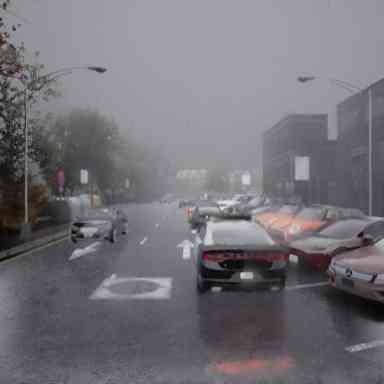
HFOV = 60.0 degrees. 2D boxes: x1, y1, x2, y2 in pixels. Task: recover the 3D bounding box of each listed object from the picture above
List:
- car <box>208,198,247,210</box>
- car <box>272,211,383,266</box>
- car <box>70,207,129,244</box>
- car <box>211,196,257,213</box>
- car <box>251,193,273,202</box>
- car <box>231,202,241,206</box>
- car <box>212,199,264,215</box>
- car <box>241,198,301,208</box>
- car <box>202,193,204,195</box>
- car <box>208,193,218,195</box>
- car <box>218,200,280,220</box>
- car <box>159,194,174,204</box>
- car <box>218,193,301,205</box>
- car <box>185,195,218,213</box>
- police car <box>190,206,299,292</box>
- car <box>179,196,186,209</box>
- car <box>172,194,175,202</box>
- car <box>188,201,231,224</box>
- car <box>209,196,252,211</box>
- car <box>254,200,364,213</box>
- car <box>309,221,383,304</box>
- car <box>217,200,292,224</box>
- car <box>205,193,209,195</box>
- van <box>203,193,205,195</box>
[{"bbox_3d":[4.640,1.547,43.294,4.674,1.452,2.002,1,0,-21],"label":"car"},{"bbox_3d":[5.113,1.505,10.261,4.792,1.488,2.163,1,0,-21],"label":"car"},{"bbox_3d":[-4.254,1.479,15.929,2.128,1.511,4.902,0,0,-1],"label":"car"},{"bbox_3d":[4.701,1.367,37.285,4.553,1.767,2.185,1,0,-21],"label":"car"},{"bbox_3d":[16.971,1.364,80.560,2.435,2.045,5.566,0,1,-22],"label":"car"},{"bbox_3d":[4.996,1.514,19.279,4.674,1.452,2.002,1,0,-21],"label":"car"},{"bbox_3d":[4.752,1.518,34.271,4.792,1.488,2.163,1,0,-21],"label":"car"},{"bbox_3d":[5.078,1.349,16.283,4.553,1.767,2.185,1,0,-21],"label":"car"},{"bbox_3d":[4.290,1.311,64.341,5.566,2.045,2.435,1,0,-21],"label":"car"},{"bbox_3d":[4.799,1.232,31.272,5.566,2.045,2.435,1,0,-21],"label":"car"},{"bbox_3d":[4.837,1.509,28.270,4.792,1.488,2.163,1,0,-21],"label":"car"},{"bbox_3d":[-5.144,1.641,64.137,1.994,1.385,4.181,0,0,-1],"label":"car"},{"bbox_3d":[4.945,1.224,22.256,5.566,2.045,2.435,1,0,-21],"label":"car"},{"bbox_3d":[0.760,1.342,24.885,2.097,1.767,4.553,0,0,-1],"label":"car"},{"bbox_3d":[1.015,1.416,9.026,1.930,1.638,5.238,0,0,-1],"label":"police car"},{"bbox_3d":[-0.766,1.382,46.848,2.097,1.767,4.553,0,0,0],"label":"car"},{"bbox_3d":[-5.151,1.373,76.869,2.150,2.045,5.566,0,0,4],"label":"car"},{"bbox_3d":[0.854,1.494,18.915,1.837,1.490,4.892,0,0,-1],"label":"car"},{"bbox_3d":[4.655,1.374,40.286,4.553,1.767,2.185,1,0,-21],"label":"car"},{"bbox_3d":[5.125,1.350,13.282,4.553,1.767,2.185,1,0,-21],"label":"car"},{"bbox_3d":[5.193,1.519,7.271,4.674,1.452,2.002,1,0,-21],"label":"car"},{"bbox_3d":[4.737,1.472,25.211,5.366,1.575,1.946,1,0,-21],"label":"car"},{"bbox_3d":[4.626,1.389,46.303,4.553,1.767,2.185,1,0,-21],"label":"car"},{"bbox_3d":[4.602,1.306,52.353,4.442,1.987,1.878,1,0,-21],"label":"van"}]
